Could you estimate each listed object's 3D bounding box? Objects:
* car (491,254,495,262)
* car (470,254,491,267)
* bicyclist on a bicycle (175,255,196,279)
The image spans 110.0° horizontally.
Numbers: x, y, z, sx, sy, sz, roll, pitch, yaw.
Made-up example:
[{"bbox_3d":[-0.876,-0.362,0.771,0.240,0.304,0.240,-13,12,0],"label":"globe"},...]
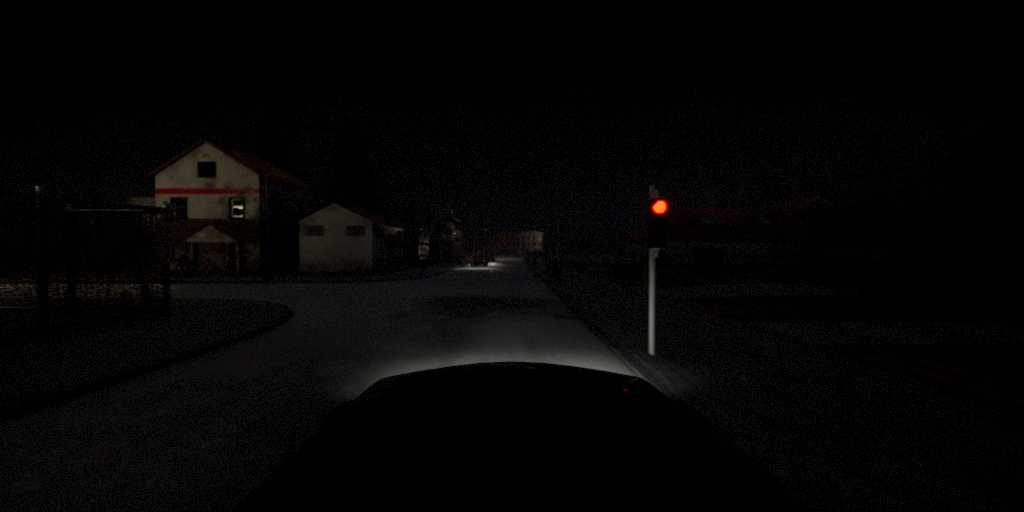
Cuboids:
[{"bbox_3d":[-4.016,0.318,62.086,2.128,1.511,4.902,0,1,0],"label":"car"},{"bbox_3d":[-4.081,0.567,44.980,1.882,1.535,5.008,0,1,0],"label":"car"},{"bbox_3d":[-22.547,0.747,24.776,0.582,1.620,1.656,0,1,0],"label":"bicyclist on a bicycle"}]
